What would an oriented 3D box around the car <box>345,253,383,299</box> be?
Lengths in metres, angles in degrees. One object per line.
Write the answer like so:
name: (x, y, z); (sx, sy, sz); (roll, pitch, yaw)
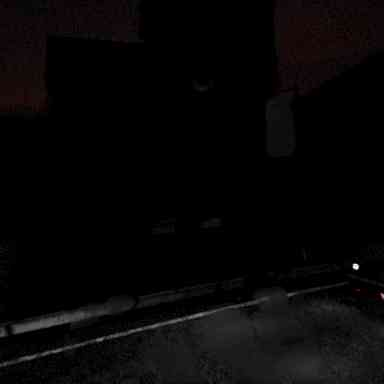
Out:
car: (5.440, 1.523, 6.734); (4.718, 1.301, 1.895); (-1, 1, -25)
